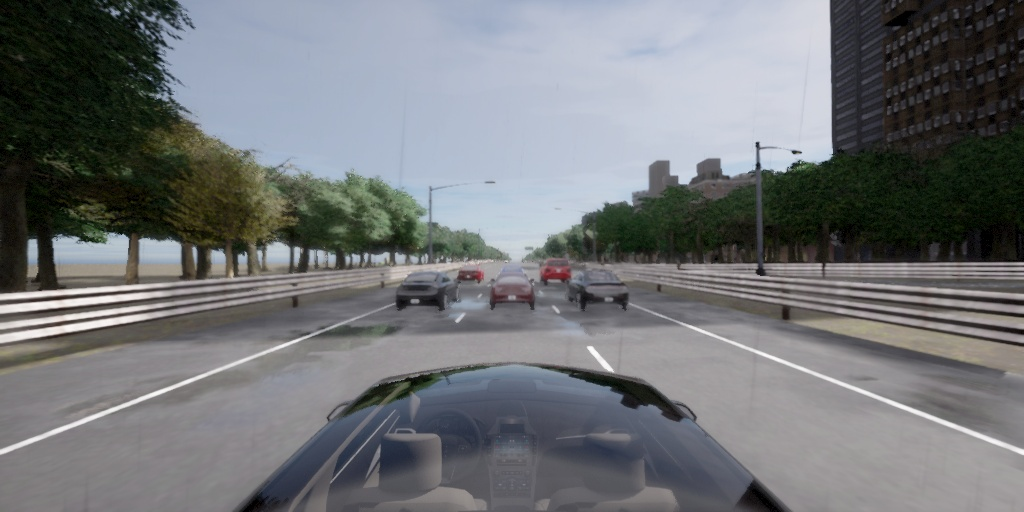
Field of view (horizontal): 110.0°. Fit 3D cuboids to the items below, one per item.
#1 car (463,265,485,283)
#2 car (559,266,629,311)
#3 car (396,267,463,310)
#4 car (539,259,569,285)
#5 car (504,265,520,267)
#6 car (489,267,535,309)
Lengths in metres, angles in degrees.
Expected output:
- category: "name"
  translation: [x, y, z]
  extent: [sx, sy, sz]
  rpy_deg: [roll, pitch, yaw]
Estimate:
- category: "car"
  translation: [-3.474, 1.507, 31.112]
  extent: [1.882, 1.535, 5.008]
  rpy_deg: [0, 0, 0]
- category: "car"
  translation: [3.520, 1.378, 15.375]
  extent: [2.128, 1.511, 4.902]
  rpy_deg: [0, 0, 0]
- category: "car"
  translation: [-3.479, 1.391, 15.371]
  extent: [1.837, 1.490, 4.892]
  rpy_deg: [0, 0, 0]
- category: "car"
  translation: [3.511, 1.241, 29.444]
  extent: [2.150, 2.045, 5.566]
  rpy_deg: [0, 0, 0]
- category: "car"
  translation: [0.026, 1.507, 31.118]
  extent: [1.882, 1.535, 5.008]
  rpy_deg: [0, 0, 0]
- category: "car"
  translation: [0.023, 1.414, 15.770]
  extent: [1.812, 1.442, 4.674]
  rpy_deg: [0, 0, 0]
